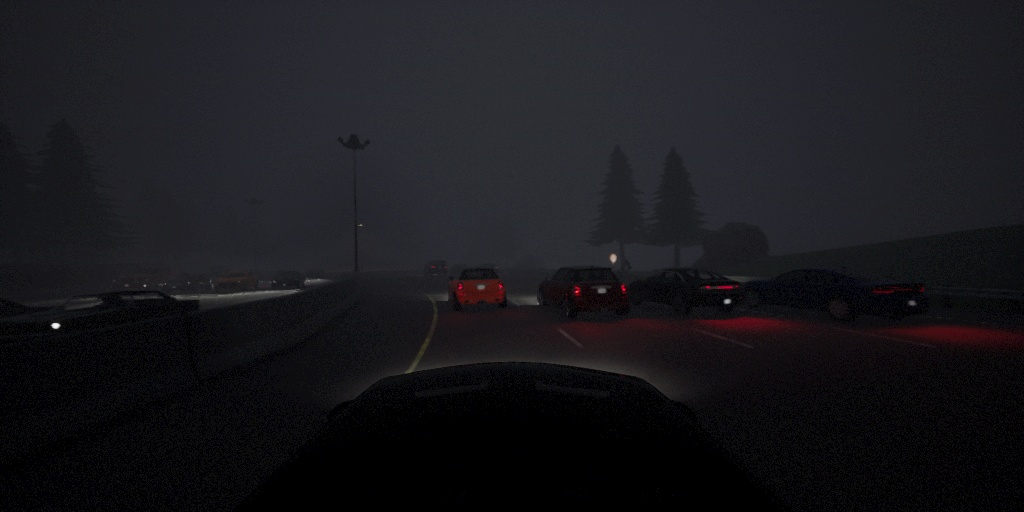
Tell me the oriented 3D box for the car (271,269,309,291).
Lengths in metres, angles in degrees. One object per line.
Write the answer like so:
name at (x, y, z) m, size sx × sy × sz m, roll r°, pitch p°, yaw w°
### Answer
car at (-17.879, 1.899, 28.829) m, size 1.812 × 1.442 × 4.674 m, roll -1°, pitch -1°, yaw -23°

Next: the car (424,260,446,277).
car at (-9.647, 1.552, 45.230) m, size 2.150 × 2.045 × 5.566 m, roll -1°, pitch 0°, yaw -23°

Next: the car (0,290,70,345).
car at (-14.558, 1.735, 8.886) m, size 1.895 × 1.301 × 4.718 m, roll -1°, pitch 0°, yaw -10°

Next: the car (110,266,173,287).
car at (-29.313, 1.847, 28.796) m, size 2.150 × 2.045 × 5.566 m, roll -1°, pitch -1°, yaw -23°

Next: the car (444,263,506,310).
car at (-1.695, 1.261, 15.980) m, size 2.097 × 1.767 × 4.553 m, roll -1°, pitch 0°, yaw -14°

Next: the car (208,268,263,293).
car at (-21.277, 1.918, 27.867) m, size 1.882 × 1.535 × 5.008 m, roll -1°, pitch -1°, yaw -23°

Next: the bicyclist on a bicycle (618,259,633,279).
bicyclist on a bicycle at (9.756, 1.103, 30.606) m, size 1.656 × 1.620 × 0.582 m, roll 13°, pitch -6°, yaw -22°

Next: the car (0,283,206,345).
car at (-11.226, 1.670, 9.947) m, size 1.895 × 1.301 × 4.718 m, roll -1°, pitch 0°, yaw -10°

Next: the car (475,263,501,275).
car at (-3.280, 1.719, 48.159) m, size 1.837 × 1.490 × 4.892 m, roll -1°, pitch 0°, yaw -23°

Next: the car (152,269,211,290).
car at (-25.067, 2.015, 27.812) m, size 2.128 × 1.511 × 4.902 m, roll -1°, pitch -1°, yaw -23°

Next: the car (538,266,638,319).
car at (2.440, 1.148, 13.400) m, size 2.097 × 1.767 × 4.553 m, roll -1°, pitch 0°, yaw -11°

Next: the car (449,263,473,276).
car at (-6.898, 1.765, 47.726) m, size 1.882 × 1.535 × 5.008 m, roll -1°, pitch 0°, yaw -23°

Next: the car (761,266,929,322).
car at (9.931, 1.094, 11.678) m, size 1.882 × 1.535 × 5.008 m, roll 0°, pitch -1°, yaw -9°

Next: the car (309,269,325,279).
car at (-25.792, 2.332, 47.241) m, size 1.895 × 1.301 × 4.718 m, roll -1°, pitch -1°, yaw -24°

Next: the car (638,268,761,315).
car at (6.115, 1.205, 13.332) m, size 2.128 × 1.511 × 4.902 m, roll -1°, pitch -1°, yaw -11°

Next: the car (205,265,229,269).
car at (-35.455, 1.850, 43.108) m, size 2.097 × 1.767 × 4.553 m, roll -1°, pitch -1°, yaw -24°
